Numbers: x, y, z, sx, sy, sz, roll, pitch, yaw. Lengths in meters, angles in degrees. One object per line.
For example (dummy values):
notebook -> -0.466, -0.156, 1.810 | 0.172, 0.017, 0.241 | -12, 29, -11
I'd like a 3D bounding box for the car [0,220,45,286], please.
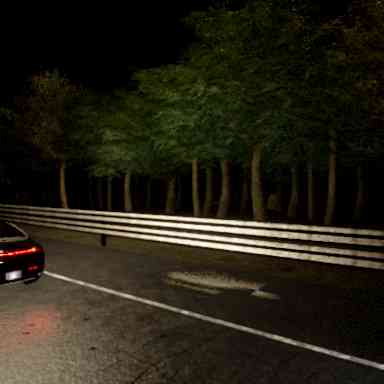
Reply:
car -> -5.502, 1.427, 8.135 | 4.892, 1.490, 1.837 | 0, 0, 37
